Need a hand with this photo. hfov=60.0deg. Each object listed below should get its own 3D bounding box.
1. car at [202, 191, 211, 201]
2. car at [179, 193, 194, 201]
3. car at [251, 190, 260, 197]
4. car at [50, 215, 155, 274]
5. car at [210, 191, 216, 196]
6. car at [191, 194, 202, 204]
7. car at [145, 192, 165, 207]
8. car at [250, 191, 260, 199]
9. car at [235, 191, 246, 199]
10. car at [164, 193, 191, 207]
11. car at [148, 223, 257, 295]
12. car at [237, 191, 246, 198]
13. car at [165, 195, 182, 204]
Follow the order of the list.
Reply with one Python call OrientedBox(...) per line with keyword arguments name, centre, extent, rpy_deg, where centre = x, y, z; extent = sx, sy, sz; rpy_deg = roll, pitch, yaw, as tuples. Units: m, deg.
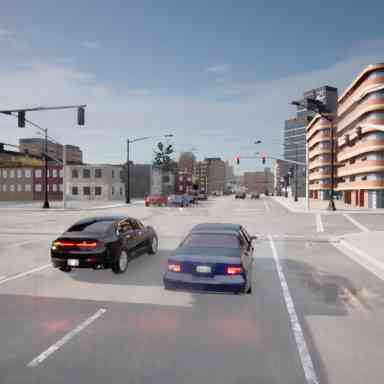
OrientedBox(name="car", centre=(1.972, 1.101, 67.014), extent=(2.033, 1.411, 5.357), rpy_deg=(0, 1, 12))
OrientedBox(name="car", centre=(-1.133, 1.073, 69.256), extent=(2.033, 1.411, 5.357), rpy_deg=(0, 1, 11))
OrientedBox(name="car", centre=(16.344, 0.464, 85.607), extent=(2.097, 1.767, 4.553), rpy_deg=(0, 1, 11))
OrientedBox(name="car", centre=(-2.510, 1.505, 10.664), extent=(1.837, 1.490, 4.892), rpy_deg=(0, 0, 11))
OrientedBox(name="car", centre=(4.923, 0.378, 81.933), extent=(1.882, 1.535, 5.008), rpy_deg=(0, 1, 11))
OrientedBox(name="car", centre=(-0.188, 1.235, 56.359), extent=(2.128, 1.511, 4.902), rpy_deg=(0, 1, 11))
OrientedBox(name="car", centre=(-5.155, 1.080, 49.324), extent=(2.150, 2.045, 5.566), rpy_deg=(0, 1, 11))
OrientedBox(name="car", centre=(14.341, 0.881, 75.403), extent=(2.128, 1.511, 4.902), rpy_deg=(0, 1, 11))
OrientedBox(name="car", centre=(11.094, 0.902, 77.029), extent=(1.994, 1.385, 4.181), rpy_deg=(0, 1, 11))
OrientedBox(name="car", centre=(-1.947, 1.223, 47.448), extent=(2.097, 1.767, 4.553), rpy_deg=(0, 1, 11))
OrientedBox(name="car", centre=(0.708, 1.547, 8.920), extent=(2.033, 1.411, 5.357), rpy_deg=(0, 0, 11))
OrientedBox(name="car", centre=(12.988, 0.552, 86.681), extent=(2.097, 1.767, 4.553), rpy_deg=(0, 1, 11))
OrientedBox(name="car", centre=(-3.253, 1.238, 58.882), extent=(1.812, 1.442, 4.674), rpy_deg=(0, 1, 12))
